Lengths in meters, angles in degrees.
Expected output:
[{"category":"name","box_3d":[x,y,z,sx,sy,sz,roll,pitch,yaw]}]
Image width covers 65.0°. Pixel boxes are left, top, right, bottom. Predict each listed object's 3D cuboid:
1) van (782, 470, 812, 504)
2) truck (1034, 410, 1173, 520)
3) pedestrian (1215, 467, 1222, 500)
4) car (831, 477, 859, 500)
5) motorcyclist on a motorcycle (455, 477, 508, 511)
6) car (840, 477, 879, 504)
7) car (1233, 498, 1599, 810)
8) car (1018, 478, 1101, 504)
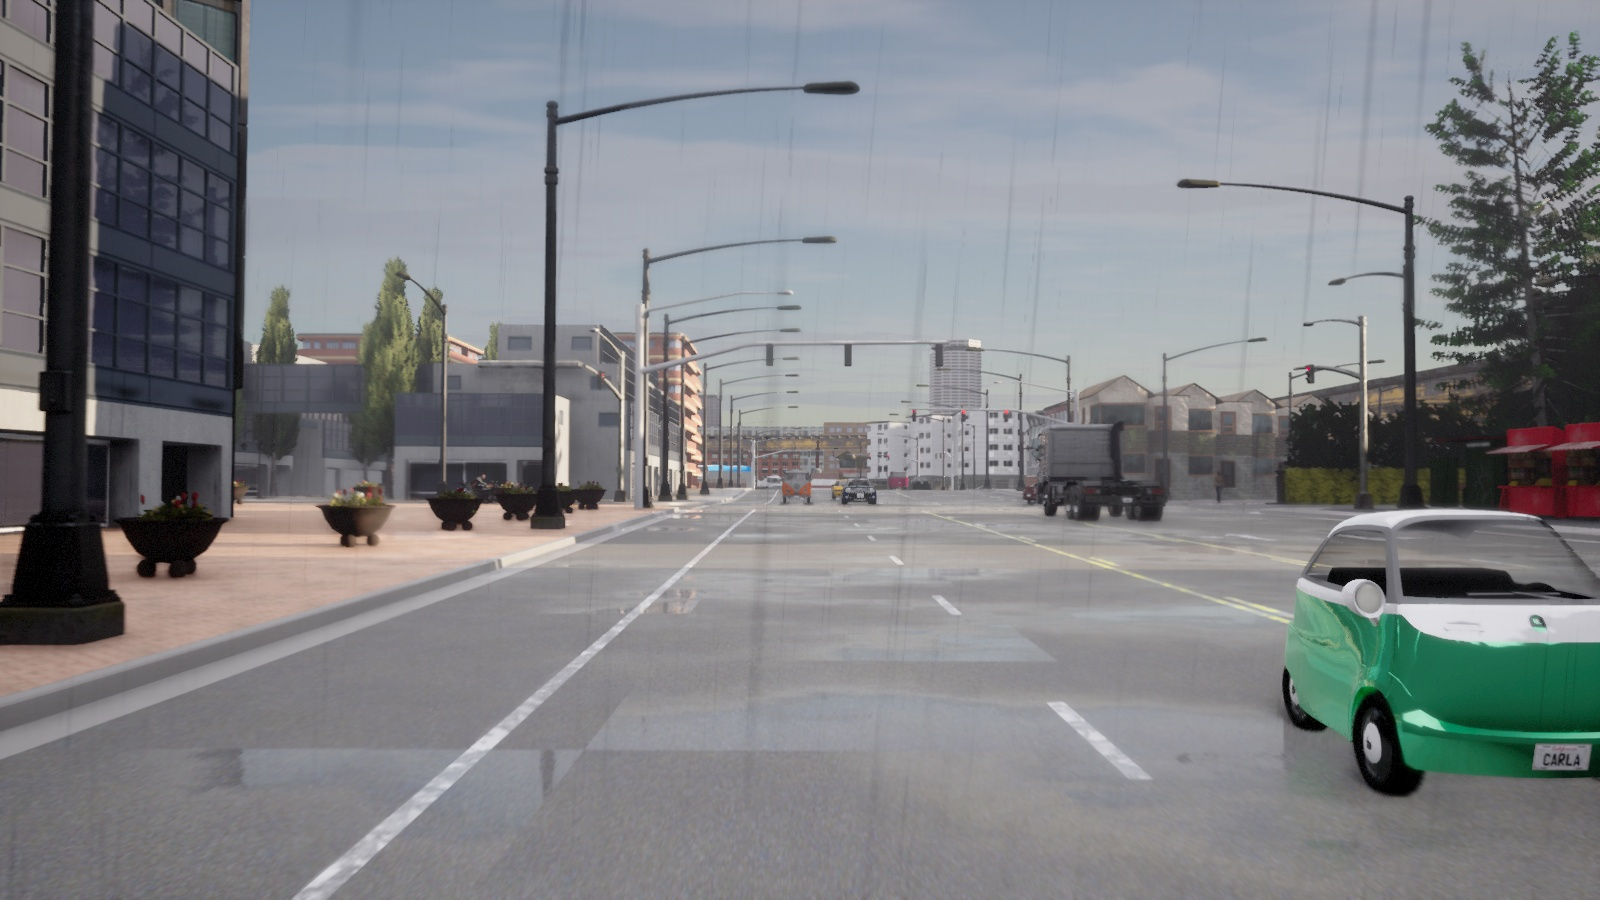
[{"category":"van","box_3d":[-0.182,2.228,76.481,1.775,1.987,4.442,0,-2,0]},{"category":"truck","box_3d":[10.391,0.561,43.908,2.891,3.462,7.936,0,-1,0]},{"category":"pedestrian","box_3d":[23.165,1.840,69.478,0.328,1.805,0.869,-1,-2,20]},{"category":"car","box_3d":[3.282,2.773,92.088,1.801,1.575,5.366,0,-1,0]},{"category":"motorcyclist on a motorcycle","box_3d":[-14.585,1.994,57.514,2.191,1.530,0.866,0,-2,0]},{"category":"car","box_3d":[3.332,2.278,71.075,1.970,1.475,3.806,0,-2,0]},{"category":"car","box_3d":[3.484,0.971,6.831,1.481,1.376,2.207,0,-1,0]},{"category":"car","box_3d":[14.879,2.310,71.867,4.674,1.442,1.812,1,-2,-32]}]
